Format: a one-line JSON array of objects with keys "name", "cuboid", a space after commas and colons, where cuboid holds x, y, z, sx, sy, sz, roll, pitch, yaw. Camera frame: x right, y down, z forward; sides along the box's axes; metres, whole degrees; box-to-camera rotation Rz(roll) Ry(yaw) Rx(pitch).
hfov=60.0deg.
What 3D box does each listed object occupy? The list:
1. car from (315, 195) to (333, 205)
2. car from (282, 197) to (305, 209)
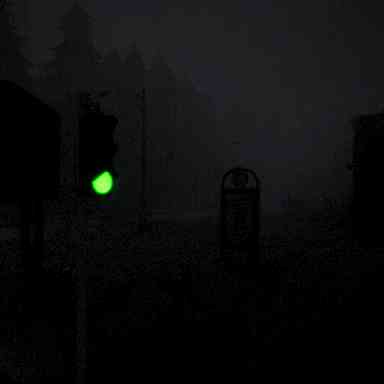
[{"name": "car", "cuboid": [22.564, 1.221, 56.431, 2.097, 1.767, 4.553, 1, 0, 36]}, {"name": "car", "cuboid": [13.365, 1.360, 43.551, 2.128, 1.511, 4.902, 1, 0, 36]}]
